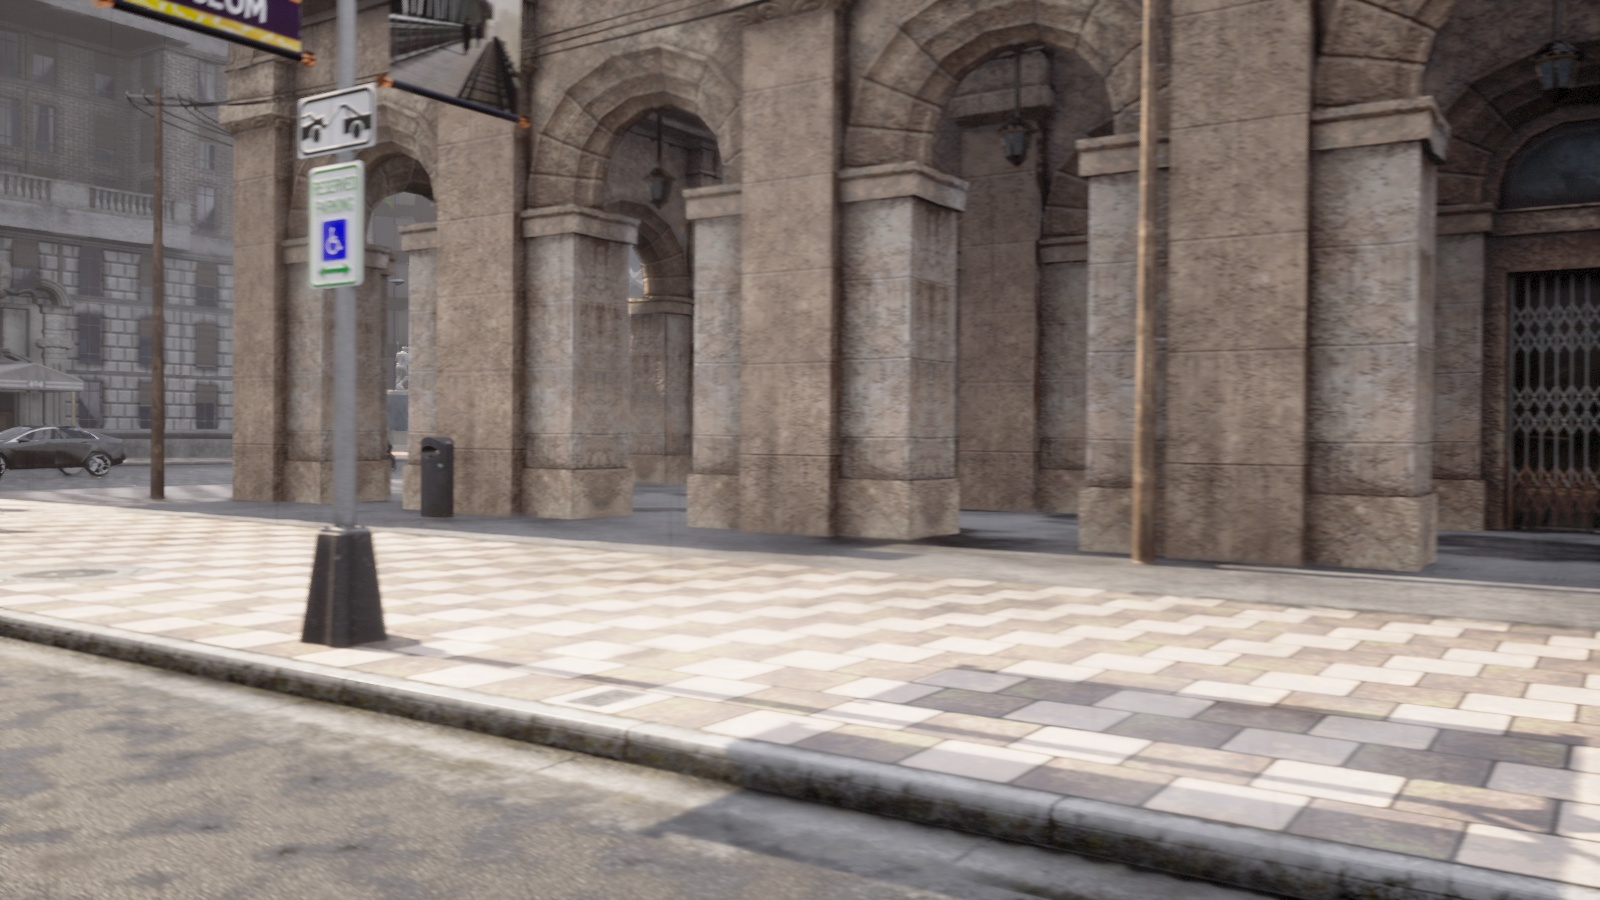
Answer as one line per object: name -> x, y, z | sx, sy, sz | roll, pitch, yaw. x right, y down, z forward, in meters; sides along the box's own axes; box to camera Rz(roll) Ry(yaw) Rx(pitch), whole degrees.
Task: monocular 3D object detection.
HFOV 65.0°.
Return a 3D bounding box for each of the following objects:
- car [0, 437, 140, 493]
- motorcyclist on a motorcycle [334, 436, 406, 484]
car -> -22.115, 0.392, 36.347 | 2.128, 1.511, 4.902 | 0, 1, 33
motorcyclist on a motorcycle -> -14.310, 0.325, 41.857 | 0.866, 1.530, 2.191 | 0, 1, 33
